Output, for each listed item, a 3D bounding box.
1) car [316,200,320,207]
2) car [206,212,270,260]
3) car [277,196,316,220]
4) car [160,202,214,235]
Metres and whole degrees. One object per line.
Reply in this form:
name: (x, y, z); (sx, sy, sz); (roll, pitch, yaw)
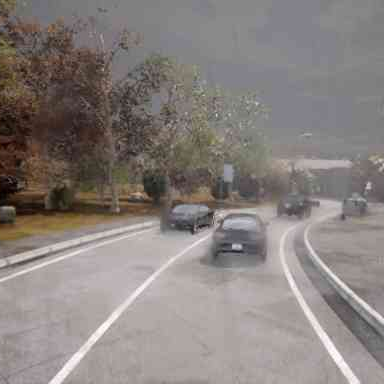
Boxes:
car: (20.224, 1.867, 56.053); (1.895, 1.301, 4.718); (4, 1, 31)
car: (1.905, 1.529, 12.496); (1.812, 1.442, 4.674); (1, 0, 13)
car: (9.484, 1.382, 30.681); (2.150, 2.045, 5.566); (4, 1, 30)
car: (-0.138, 1.368, 18.661); (1.882, 1.535, 5.008); (2, 1, 19)
